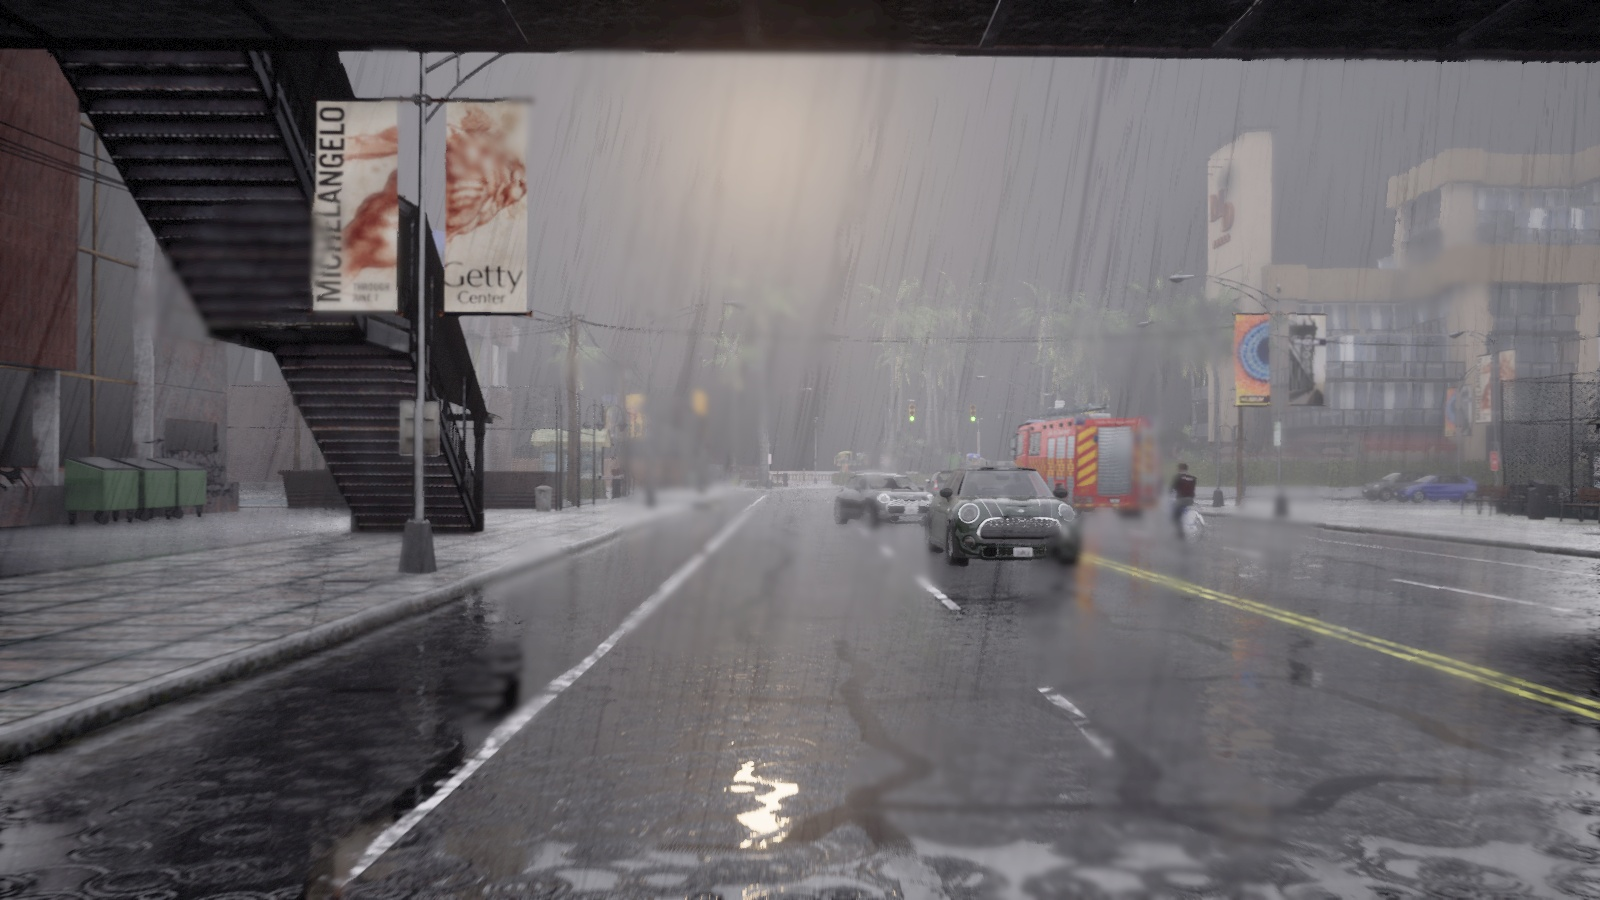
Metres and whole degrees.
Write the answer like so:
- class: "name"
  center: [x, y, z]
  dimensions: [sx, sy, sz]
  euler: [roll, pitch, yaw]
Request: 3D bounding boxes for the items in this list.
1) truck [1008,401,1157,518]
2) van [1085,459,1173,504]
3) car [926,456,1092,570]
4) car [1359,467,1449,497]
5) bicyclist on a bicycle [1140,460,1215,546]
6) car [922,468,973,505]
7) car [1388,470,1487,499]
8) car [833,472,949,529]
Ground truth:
- class: "truck"
  center: [9.997, 0.372, 45.503]
  dimensions: [2.891, 3.827, 8.468]
  euler: [0, -1, -4]
- class: "van"
  center: [15.298, 1.454, 58.331]
  dimensions: [2.069, 2.038, 4.480]
  euler: [-2, -2, 42]
- class: "car"
  center: [3.492, 1.025, 21.874]
  dimensions: [2.097, 1.767, 4.553]
  euler: [0, -1, 0]
- class: "car"
  center: [32.972, 1.731, 68.623]
  dimensions: [3.988, 1.617, 1.851]
  euler: [0, -1, -1]
- class: "bicyclist on a bicycle"
  center: [8.097, 1.105, 27.006]
  dimensions: [0.659, 1.776, 1.843]
  euler: [0, -1, -15]
- class: "car"
  center: [6.780, 1.660, 58.177]
  dimensions: [1.851, 1.617, 3.988]
  euler: [0, -1, 0]
- class: "car"
  center: [33.041, 1.788, 65.135]
  dimensions: [4.193, 1.474, 1.816]
  euler: [0, -1, -1]
- class: "car"
  center: [2.441, 1.351, 34.700]
  dimensions: [1.970, 1.475, 3.806]
  euler: [0, -1, -17]
